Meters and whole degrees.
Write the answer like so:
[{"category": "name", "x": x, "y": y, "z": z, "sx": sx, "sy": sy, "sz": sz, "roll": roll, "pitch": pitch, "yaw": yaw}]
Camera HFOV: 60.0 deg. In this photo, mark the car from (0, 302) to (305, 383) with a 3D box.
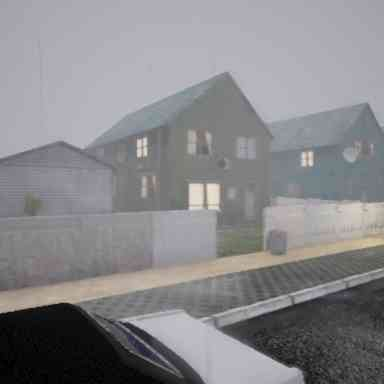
[{"category": "car", "x": -1.507, "y": 1.601, "z": 1.990, "sx": 4.718, "sy": 1.301, "sz": 1.895, "roll": 0, "pitch": 0, "yaw": -35}]
